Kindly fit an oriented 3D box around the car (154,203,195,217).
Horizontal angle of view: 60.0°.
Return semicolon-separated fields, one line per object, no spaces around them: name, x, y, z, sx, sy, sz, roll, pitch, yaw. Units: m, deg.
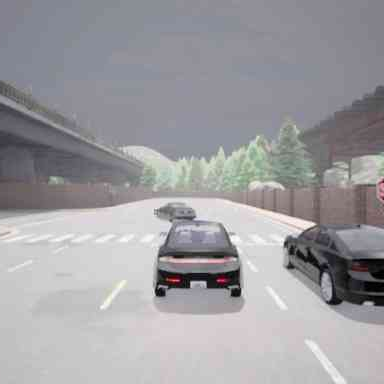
car;-1.429;1.531;26.188;2.033;1.411;5.357;0;0;-22

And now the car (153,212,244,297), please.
car;0.144;1.486;8.525;2.128;1.511;4.902;0;0;1

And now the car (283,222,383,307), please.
car;3.642;1.473;8.070;1.882;1.535;5.008;0;0;1
